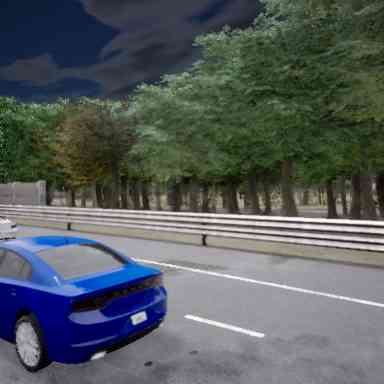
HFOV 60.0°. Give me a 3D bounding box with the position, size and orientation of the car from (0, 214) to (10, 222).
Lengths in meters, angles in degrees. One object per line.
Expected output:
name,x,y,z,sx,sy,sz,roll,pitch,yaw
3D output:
car,-9.682,1.610,15.118,4.674,1.442,1.812,0,0,36

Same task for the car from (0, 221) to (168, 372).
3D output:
car,-2.704,1.516,5.798,5.008,1.535,1.882,0,0,36
